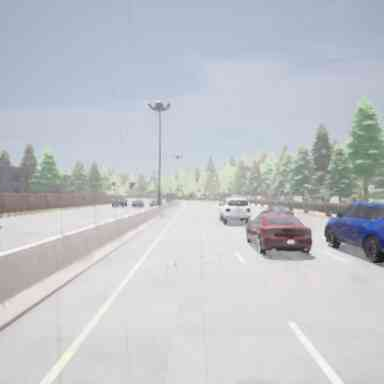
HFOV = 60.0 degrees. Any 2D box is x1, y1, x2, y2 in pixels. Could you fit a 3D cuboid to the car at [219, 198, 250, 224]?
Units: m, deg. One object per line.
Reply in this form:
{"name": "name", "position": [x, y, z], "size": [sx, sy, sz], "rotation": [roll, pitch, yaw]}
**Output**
{"name": "car", "position": [3.505, 1.527, 27.544], "size": [2.150, 2.045, 5.566], "rotation": [0, 0, 0]}

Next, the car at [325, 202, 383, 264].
{"name": "car", "position": [7.006, 1.364, 12.554], "size": [2.150, 2.045, 5.566], "rotation": [0, 0, 0]}

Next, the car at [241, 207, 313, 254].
{"name": "car", "position": [3.522, 1.634, 14.239], "size": [1.882, 1.535, 5.008], "rotation": [0, 0, 0]}

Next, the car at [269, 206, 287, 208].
{"name": "car", "position": [7.004, 1.849, 27.503], "size": [2.033, 1.411, 5.357], "rotation": [0, -1, 0]}
